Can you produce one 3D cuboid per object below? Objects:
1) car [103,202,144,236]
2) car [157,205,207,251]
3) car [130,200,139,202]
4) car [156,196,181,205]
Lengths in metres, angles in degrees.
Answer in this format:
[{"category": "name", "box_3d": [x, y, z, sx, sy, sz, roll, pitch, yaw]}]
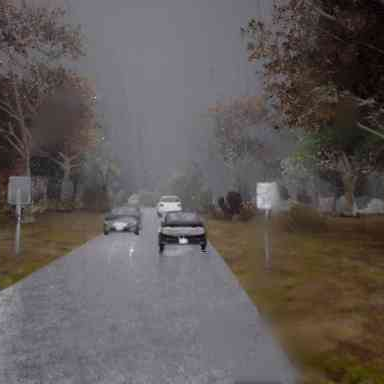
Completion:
[{"category": "car", "box_3d": [-3.731, 1.520, 18.659, 2.128, 1.511, 4.902, 1, 0, -5]}, {"category": "car", "box_3d": [-0.450, 1.529, 14.190, 2.128, 1.511, 4.902, 1, 0, -3]}, {"category": "car", "box_3d": [-10.302, 2.127, 59.689, 1.837, 1.490, 4.892, 1, -1, -12]}, {"category": "car", "box_3d": [-2.334, 1.418, 33.122, 2.150, 2.045, 5.566, 1, -1, -8]}]
